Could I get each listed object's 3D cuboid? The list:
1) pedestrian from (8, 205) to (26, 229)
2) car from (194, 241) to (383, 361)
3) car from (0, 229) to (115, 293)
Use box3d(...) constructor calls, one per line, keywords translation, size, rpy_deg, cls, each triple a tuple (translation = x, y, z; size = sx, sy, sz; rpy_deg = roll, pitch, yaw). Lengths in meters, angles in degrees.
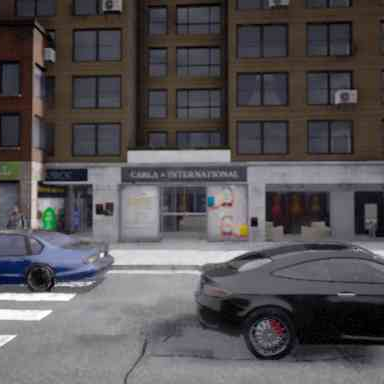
box3d(translation=(-6.147, 1.364, 11.605), size=(0.375, 1.860, 0.375), rpy_deg=(0, -1, 3), cls="pedestrian")
box3d(translation=(2.366, 1.534, 5.261), size=(4.674, 1.442, 1.812), rpy_deg=(-1, 0, 3), cls="car")
box3d(translation=(-4.788, 1.680, 8.610), size=(5.357, 1.411, 2.033), rpy_deg=(-1, -1, 3), cls="car")
